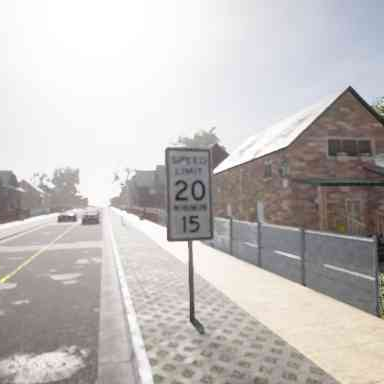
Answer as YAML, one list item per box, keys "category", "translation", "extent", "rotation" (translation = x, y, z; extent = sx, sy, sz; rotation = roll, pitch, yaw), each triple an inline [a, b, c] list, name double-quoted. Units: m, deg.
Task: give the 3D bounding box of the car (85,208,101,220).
- category: "car"
  translation: [-13.889, 3.037, 46.760]
  extent: [2.033, 1.411, 5.357]
  rotation: [-1, -2, -15]

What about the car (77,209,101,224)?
- category: "car"
  translation: [-11.242, 2.711, 36.972]
  extent: [2.033, 1.411, 5.357]
  rotation: [-1, -2, -14]

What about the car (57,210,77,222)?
- category: "car"
  translation: [-15.053, 2.889, 40.416]
  extent: [1.994, 1.385, 4.181]
  rotation: [-1, -2, -15]
